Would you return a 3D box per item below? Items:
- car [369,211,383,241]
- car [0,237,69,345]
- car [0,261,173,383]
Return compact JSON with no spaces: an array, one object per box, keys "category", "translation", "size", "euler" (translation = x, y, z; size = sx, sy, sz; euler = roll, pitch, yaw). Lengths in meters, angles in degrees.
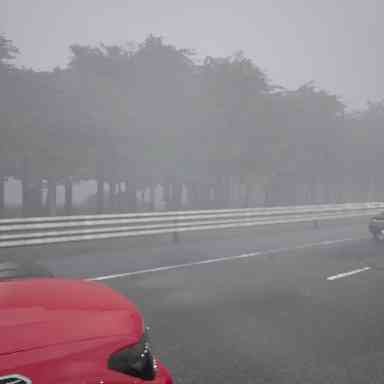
[{"category":"car","translation":[9.991,1.442,15.175],"size":[4.902,1.511,2.128],"euler":[0,0,-35]},{"category":"car","translation":[-4.483,1.603,4.851],"size":[4.718,1.301,1.895],"euler":[0,0,-35]},{"category":"car","translation":[-2.801,1.225,1.745],"size":[5.566,2.045,2.150],"euler":[0,0,-36]}]
